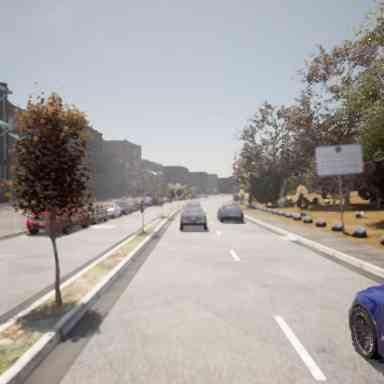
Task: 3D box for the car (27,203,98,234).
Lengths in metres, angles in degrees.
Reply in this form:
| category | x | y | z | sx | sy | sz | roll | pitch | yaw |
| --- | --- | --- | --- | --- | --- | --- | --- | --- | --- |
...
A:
| category | x | y | z | sx | sy | sz | roll | pitch | yaw |
| --- | --- | --- | --- | --- | --- | --- | --- | --- | --- |
| car | -8.028 | 1.392 | 20.684 | 2.435 | 2.045 | 5.566 | 0 | 0 | 0 |

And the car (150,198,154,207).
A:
| category | x | y | z | sx | sy | sz | roll | pitch | yaw |
| --- | --- | --- | --- | --- | --- | --- | --- | --- | --- |
| car | -7.815 | 1.829 | 59.442 | 2.097 | 1.535 | 5.008 | 0 | 0 | 1 |

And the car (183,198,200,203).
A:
| category | x | y | z | sx | sy | sz | roll | pitch | yaw |
| --- | --- | --- | --- | --- | --- | --- | --- | --- | --- |
| car | 0.237 | 1.833 | 41.743 | 2.033 | 1.411 | 5.357 | 0 | 0 | 1 |

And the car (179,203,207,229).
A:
| category | x | y | z | sx | sy | sz | roll | pitch | yaw |
| --- | --- | --- | --- | --- | --- | --- | --- | --- | --- |
| car | 0.097 | 1.722 | 22.953 | 2.033 | 1.411 | 5.357 | 0 | 0 | 0 |

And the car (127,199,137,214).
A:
| category | x | y | z | sx | sy | sz | roll | pitch | yaw |
| --- | --- | --- | --- | --- | --- | --- | --- | --- | --- |
| car | -7.937 | 1.768 | 37.322 | 2.163 | 1.488 | 4.792 | 0 | 0 | 0 |

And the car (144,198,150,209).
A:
| category | x | y | z | sx | sy | sz | roll | pitch | yaw |
| --- | --- | --- | --- | --- | --- | --- | --- | --- | --- |
| car | -7.876 | 1.790 | 48.450 | 2.231 | 1.521 | 4.892 | 0 | 0 | 0 |

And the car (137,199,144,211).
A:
| category | x | y | z | sx | sy | sz | roll | pitch | yaw |
| --- | --- | --- | --- | --- | --- | --- | --- | --- | --- |
| car | -7.907 | 1.805 | 42.899 | 2.002 | 1.452 | 4.674 | 0 | 0 | 0 |

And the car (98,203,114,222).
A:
| category | x | y | z | sx | sy | sz | roll | pitch | yaw |
| --- | --- | --- | --- | --- | --- | --- | --- | --- | --- |
| car | -7.997 | 1.708 | 26.227 | 2.163 | 1.488 | 4.792 | 0 | 0 | 0 |

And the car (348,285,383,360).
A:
| category | x | y | z | sx | sy | sz | roll | pitch | yaw |
| --- | --- | --- | --- | --- | --- | --- | --- | --- | --- |
| car | 3.250 | 1.552 | 3.056 | 1.812 | 1.442 | 4.674 | 0 | 0 | 0 |

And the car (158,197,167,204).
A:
| category | x | y | z | sx | sy | sz | roll | pitch | yaw |
| --- | --- | --- | --- | --- | --- | --- | --- | --- | --- |
| car | -7.166 | 1.864 | 76.067 | 1.946 | 1.575 | 5.366 | 0 | 0 | 5 |

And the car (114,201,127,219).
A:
| category | x | y | z | sx | sy | sz | roll | pitch | yaw |
| --- | --- | --- | --- | --- | --- | --- | --- | --- | --- |
| car | -7.968 | 1.750 | 31.806 | 2.002 | 1.452 | 4.674 | 0 | 0 | 0 |

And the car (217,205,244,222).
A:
| category | x | y | z | sx | sy | sz | roll | pitch | yaw |
| --- | --- | --- | --- | --- | --- | --- | --- | --- | --- |
| car | 3.251 | 1.775 | 28.641 | 1.994 | 1.385 | 4.181 | 0 | 0 | 0 |

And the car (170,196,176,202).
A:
| category | x | y | z | sx | sy | sz | roll | pitch | yaw |
| --- | --- | --- | --- | --- | --- | --- | --- | --- | --- |
| car | -6.204 | 1.884 | 87.043 | 1.946 | 1.575 | 5.366 | 0 | 0 | 7 |
